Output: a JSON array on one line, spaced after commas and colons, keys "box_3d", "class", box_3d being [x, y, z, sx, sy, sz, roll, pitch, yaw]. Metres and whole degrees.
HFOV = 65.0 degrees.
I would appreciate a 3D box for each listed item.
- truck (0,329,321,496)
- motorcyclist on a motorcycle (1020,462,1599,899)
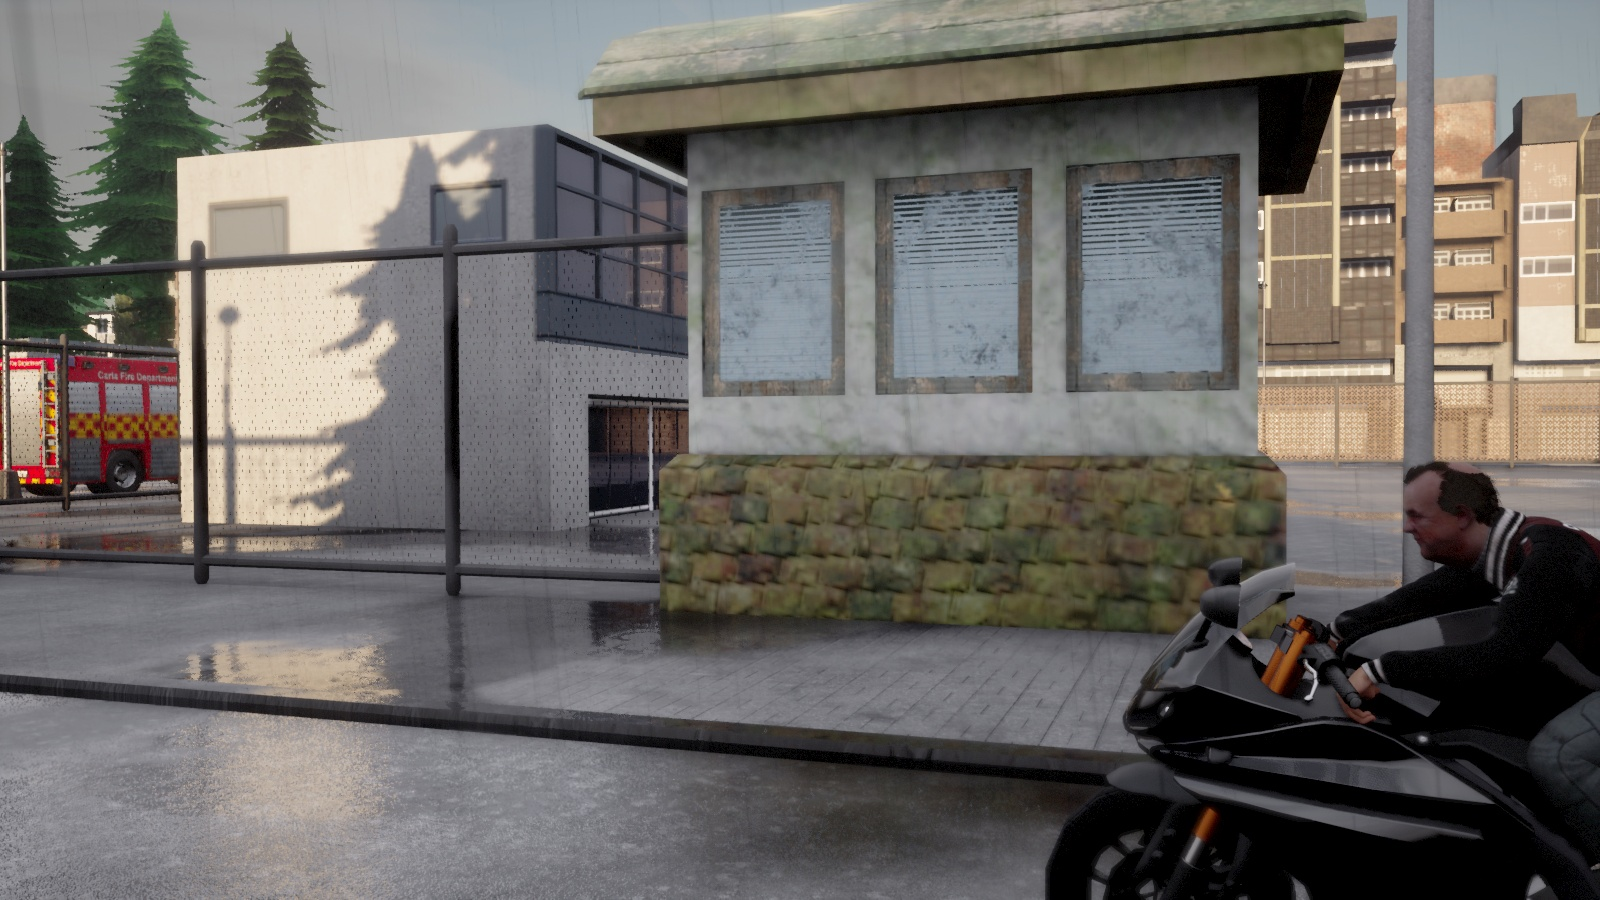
[{"box_3d": [-16.815, -0.936, 33.396, 2.891, 3.827, 8.468, 1, 1, 18], "class": "truck"}, {"box_3d": [1.720, 0.818, 3.137, 2.191, 1.530, 0.866, 1, 1, 20], "class": "motorcyclist on a motorcycle"}]
